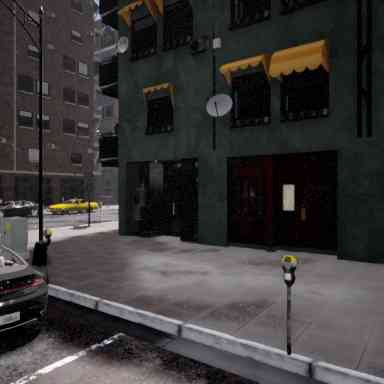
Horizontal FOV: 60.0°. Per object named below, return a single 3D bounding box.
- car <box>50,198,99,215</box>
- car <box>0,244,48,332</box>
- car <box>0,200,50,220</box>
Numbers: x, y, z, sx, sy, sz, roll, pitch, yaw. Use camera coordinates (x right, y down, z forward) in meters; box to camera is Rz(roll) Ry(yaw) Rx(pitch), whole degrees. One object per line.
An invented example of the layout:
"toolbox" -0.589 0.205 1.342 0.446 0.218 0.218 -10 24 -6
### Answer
"car" -10.824 1.249 30.403 1.752 1.417 4.829 1 1 35
"car" -4.343 1.551 5.969 4.403 1.369 2.008 0 0 35
"car" -13.912 1.350 25.977 2.008 1.369 4.403 1 1 35
